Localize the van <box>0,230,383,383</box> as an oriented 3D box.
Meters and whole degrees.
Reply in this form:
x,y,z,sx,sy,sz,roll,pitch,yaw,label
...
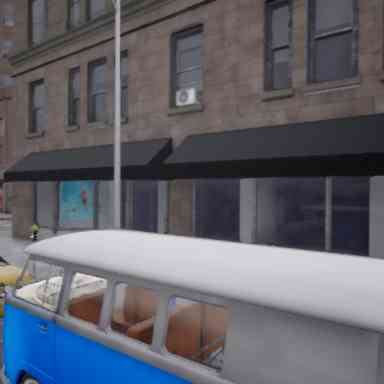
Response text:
x,y,z,sx,sy,sz,roll,pitch,yaw,label
-0.066,1.326,2.894,3.998,1.788,1.690,1,0,35,van
